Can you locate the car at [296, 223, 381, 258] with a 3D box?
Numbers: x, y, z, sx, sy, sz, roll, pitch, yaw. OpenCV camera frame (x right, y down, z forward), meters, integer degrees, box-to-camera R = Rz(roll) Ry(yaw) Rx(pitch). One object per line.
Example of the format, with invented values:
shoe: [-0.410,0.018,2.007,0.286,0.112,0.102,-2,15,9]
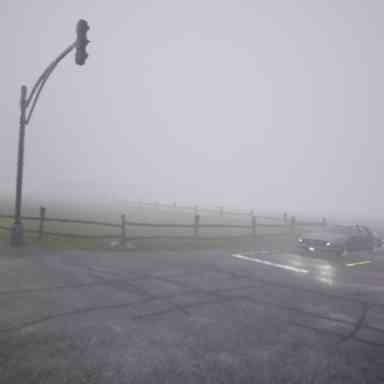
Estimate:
car: [7.316,2.226,16.107,5.357,1.411,2.033,4,-2,-38]

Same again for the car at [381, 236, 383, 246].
car: [9.879,2.224,13.493,5.008,1.535,1.882,4,-2,-37]
